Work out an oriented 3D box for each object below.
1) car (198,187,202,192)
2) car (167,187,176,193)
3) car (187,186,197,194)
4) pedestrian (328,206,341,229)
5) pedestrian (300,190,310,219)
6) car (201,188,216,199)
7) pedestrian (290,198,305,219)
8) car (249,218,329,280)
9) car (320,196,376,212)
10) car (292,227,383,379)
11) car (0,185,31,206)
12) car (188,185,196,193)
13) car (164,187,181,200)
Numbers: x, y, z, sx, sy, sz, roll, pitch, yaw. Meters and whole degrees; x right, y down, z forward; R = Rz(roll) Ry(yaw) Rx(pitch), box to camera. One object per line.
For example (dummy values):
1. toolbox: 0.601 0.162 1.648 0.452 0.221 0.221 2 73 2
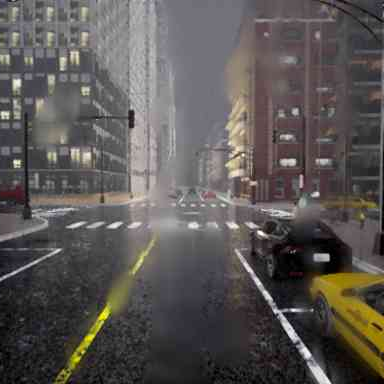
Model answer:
1. car: 2.697 0.049 63.915 2.008 1.369 4.403 0 1 0
2. car: -5.680 -0.598 92.151 2.008 1.369 4.403 0 1 0
3. car: 0.008 -0.208 73.593 1.812 1.442 4.674 0 1 0
4. pedestrian: 7.049 0.907 16.439 0.375 1.860 0.375 0 1 0
5. pedestrian: 5.697 0.733 17.037 0.375 1.860 0.375 0 1 0
6. car: 2.747 0.379 51.002 1.802 1.307 4.206 0 1 0
7. pedestrian: 4.990 1.042 15.843 0.375 1.300 0.375 0 1 0
8. car: 2.693 1.349 8.990 1.947 1.339 4.313 0 1 0
9. car: 14.646 1.088 31.329 4.829 1.417 1.752 1 0 -1
10. car: 2.693 1.439 3.477 1.752 1.417 4.829 0 1 0
11. car: -17.690 0.288 31.035 5.009 1.841 2.192 1 0 -1
12. car: 0.009 -0.765 83.556 2.097 1.767 4.553 0 1 0
13. car: -3.073 0.388 49.096 2.033 1.411 5.357 0 1 0
